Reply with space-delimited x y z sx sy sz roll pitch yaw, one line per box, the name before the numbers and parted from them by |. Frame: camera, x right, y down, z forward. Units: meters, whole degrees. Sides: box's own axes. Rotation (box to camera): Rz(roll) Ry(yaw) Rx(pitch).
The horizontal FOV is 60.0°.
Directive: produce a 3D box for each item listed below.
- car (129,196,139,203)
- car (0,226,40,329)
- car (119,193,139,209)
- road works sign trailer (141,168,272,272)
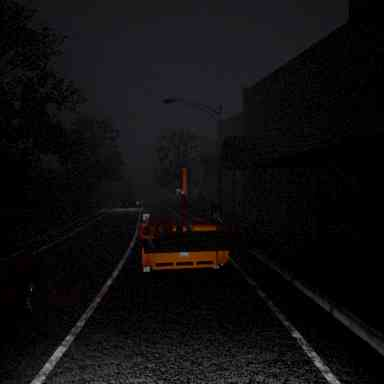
car | -12.632 1.569 72.929 1.994 1.385 4.181 -1 0 -8
car | -3.807 1.353 4.272 2.097 1.767 4.553 0 0 -3
car | -9.073 1.230 47.279 2.150 2.045 5.566 -1 0 -8
road works sign trailer | 0.028 0.791 7.719 2.380 2.880 3.560 0 0 -10
